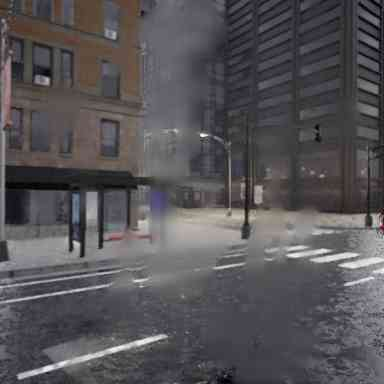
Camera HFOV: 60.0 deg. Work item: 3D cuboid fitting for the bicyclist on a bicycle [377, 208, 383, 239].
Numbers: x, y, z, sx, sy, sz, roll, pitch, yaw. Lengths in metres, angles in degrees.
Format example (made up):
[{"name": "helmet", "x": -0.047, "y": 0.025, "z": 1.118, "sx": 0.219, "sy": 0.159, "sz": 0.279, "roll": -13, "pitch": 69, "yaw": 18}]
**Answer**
[{"name": "bicyclist on a bicycle", "x": 10.224, "y": 1.648, "z": 17.620, "sx": 1.656, "sy": 1.620, "sz": 0.582, "roll": 0, "pitch": 0, "yaw": -36}]
